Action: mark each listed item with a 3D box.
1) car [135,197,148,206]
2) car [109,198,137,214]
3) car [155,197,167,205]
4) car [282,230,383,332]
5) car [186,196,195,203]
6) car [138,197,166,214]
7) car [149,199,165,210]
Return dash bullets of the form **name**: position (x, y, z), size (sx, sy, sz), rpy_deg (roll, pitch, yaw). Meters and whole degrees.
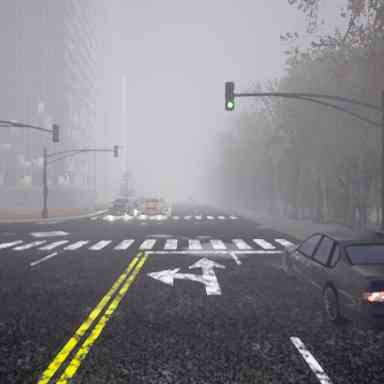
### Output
- **car**: position (-8.700, 1.615, 57.361), size (1.882, 1.535, 5.008), rpy_deg (0, 0, -4)
- **car**: position (-7.512, 1.433, 35.744), size (2.097, 1.767, 4.553), rpy_deg (0, 0, -3)
- **car**: position (-5.738, 1.698, 62.050), size (2.033, 1.411, 5.357), rpy_deg (0, 0, -4)
- **car**: position (3.318, 1.521, 6.977), size (2.033, 1.411, 5.357), rpy_deg (-2, -2, 3)
- **car**: position (-0.388, 1.723, 77.490), size (2.128, 1.511, 4.902), rpy_deg (0, 0, -5)
- **car**: position (-4.278, 1.434, 36.145), size (2.097, 1.767, 4.553), rpy_deg (0, 0, -3)
- **car**: position (-4.748, 1.653, 45.719), size (2.033, 1.411, 5.357), rpy_deg (0, 0, -3)
